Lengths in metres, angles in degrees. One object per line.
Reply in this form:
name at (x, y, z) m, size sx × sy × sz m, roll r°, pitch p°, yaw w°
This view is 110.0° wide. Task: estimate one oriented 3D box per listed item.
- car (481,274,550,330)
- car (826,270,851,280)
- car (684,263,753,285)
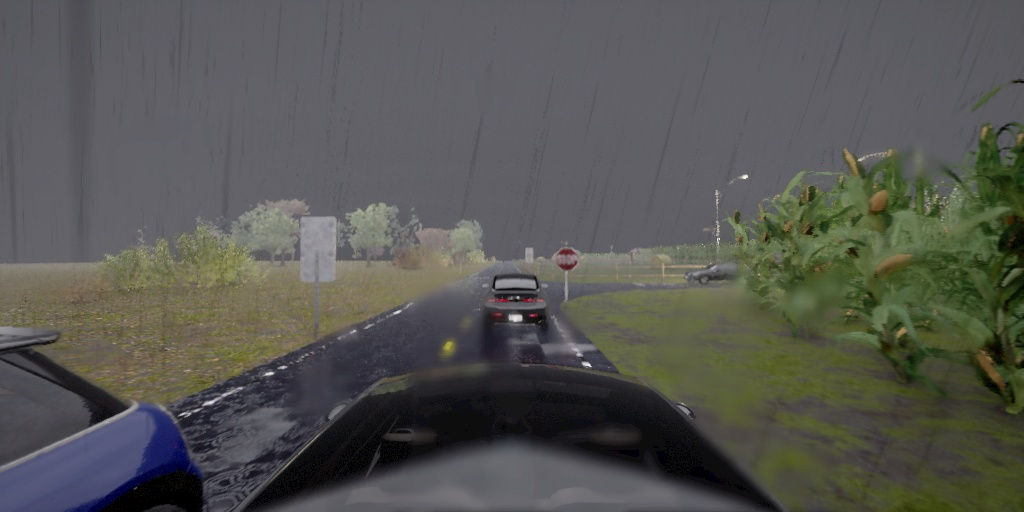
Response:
car at (0.097, 1.282, 11.214) m, size 1.837 × 1.490 × 4.892 m, roll 0°, pitch 0°, yaw 0°
car at (24.805, 1.079, 25.259) m, size 4.902 × 1.511 × 2.128 m, roll -1°, pitch -1°, yaw -1°
car at (14.514, 1.212, 25.097) m, size 4.674 × 1.442 × 1.812 m, roll -1°, pitch -1°, yaw -1°
